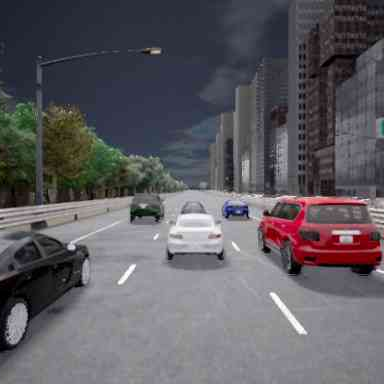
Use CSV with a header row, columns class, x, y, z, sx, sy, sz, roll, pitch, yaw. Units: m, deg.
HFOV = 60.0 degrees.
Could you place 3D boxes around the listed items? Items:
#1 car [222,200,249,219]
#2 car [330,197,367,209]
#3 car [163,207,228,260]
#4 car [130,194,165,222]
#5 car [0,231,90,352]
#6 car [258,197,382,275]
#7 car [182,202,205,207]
class,x,y,z,sx,sy,sz,roll,pitch,yaw
car,3.613,1.382,28.295,1.882,1.535,5.008,0,0,0
car,22.651,1.510,48.324,2.128,1.511,4.902,0,0,-17
car,0.116,1.483,12.199,1.812,1.442,4.674,0,0,0
car,-3.388,1.134,25.818,2.150,2.045,5.566,0,0,0
car,-3.407,1.456,6.154,1.882,1.535,5.008,0,0,0
car,3.604,1.185,10.444,2.150,2.045,5.566,0,0,0
car,0.113,1.471,27.414,1.994,1.385,4.181,0,0,0
